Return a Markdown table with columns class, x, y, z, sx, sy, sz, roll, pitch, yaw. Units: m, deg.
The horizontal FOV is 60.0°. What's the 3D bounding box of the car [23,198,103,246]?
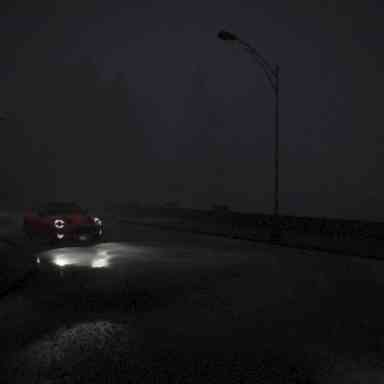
| class | x | y | z | sx | sy | sz | roll | pitch | yaw |
| --- | --- | --- | --- | --- | --- | --- | --- | --- | --- |
| car | -5.756 | 1.196 | 14.636 | 2.097 | 1.767 | 4.553 | 0 | 1 | -43 |
